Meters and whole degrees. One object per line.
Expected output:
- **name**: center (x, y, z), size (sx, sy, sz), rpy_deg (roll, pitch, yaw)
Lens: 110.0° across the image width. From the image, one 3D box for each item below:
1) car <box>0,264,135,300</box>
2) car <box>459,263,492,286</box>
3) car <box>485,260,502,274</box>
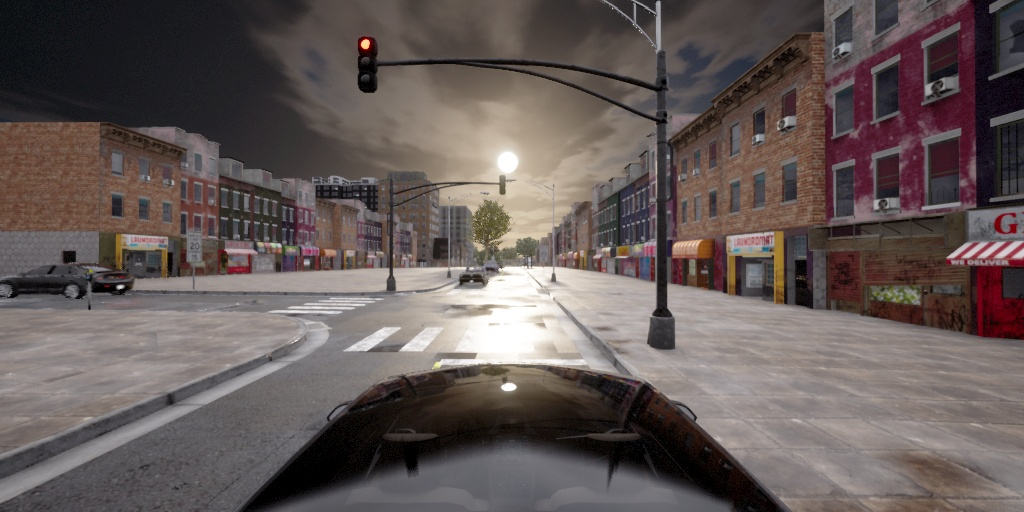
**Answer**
- **car**: center (-19.684, 1.084, 15.867), size (4.892, 1.490, 1.837), rpy_deg (1, 0, 1)
- **car**: center (-2.747, 1.435, 26.643), size (1.895, 1.301, 4.718), rpy_deg (0, 0, 0)
- **car**: center (-2.665, 1.301, 44.863), size (2.097, 1.767, 4.553), rpy_deg (0, 0, 0)
